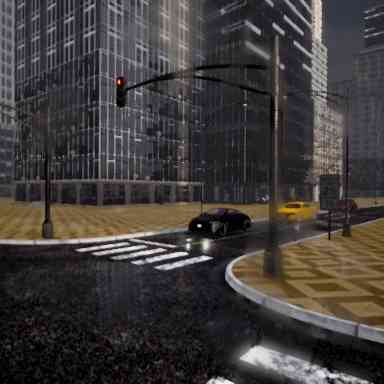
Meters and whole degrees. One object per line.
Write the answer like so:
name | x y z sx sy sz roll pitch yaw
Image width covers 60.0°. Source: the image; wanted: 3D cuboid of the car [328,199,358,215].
car | 16.882 1.520 37.057 2.097 1.767 4.553 1 0 41

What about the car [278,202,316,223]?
car | 8.502 1.583 27.169 1.882 1.535 5.008 1 0 40

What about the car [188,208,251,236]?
car | 1.669 1.621 19.093 1.994 1.385 4.181 1 0 40
